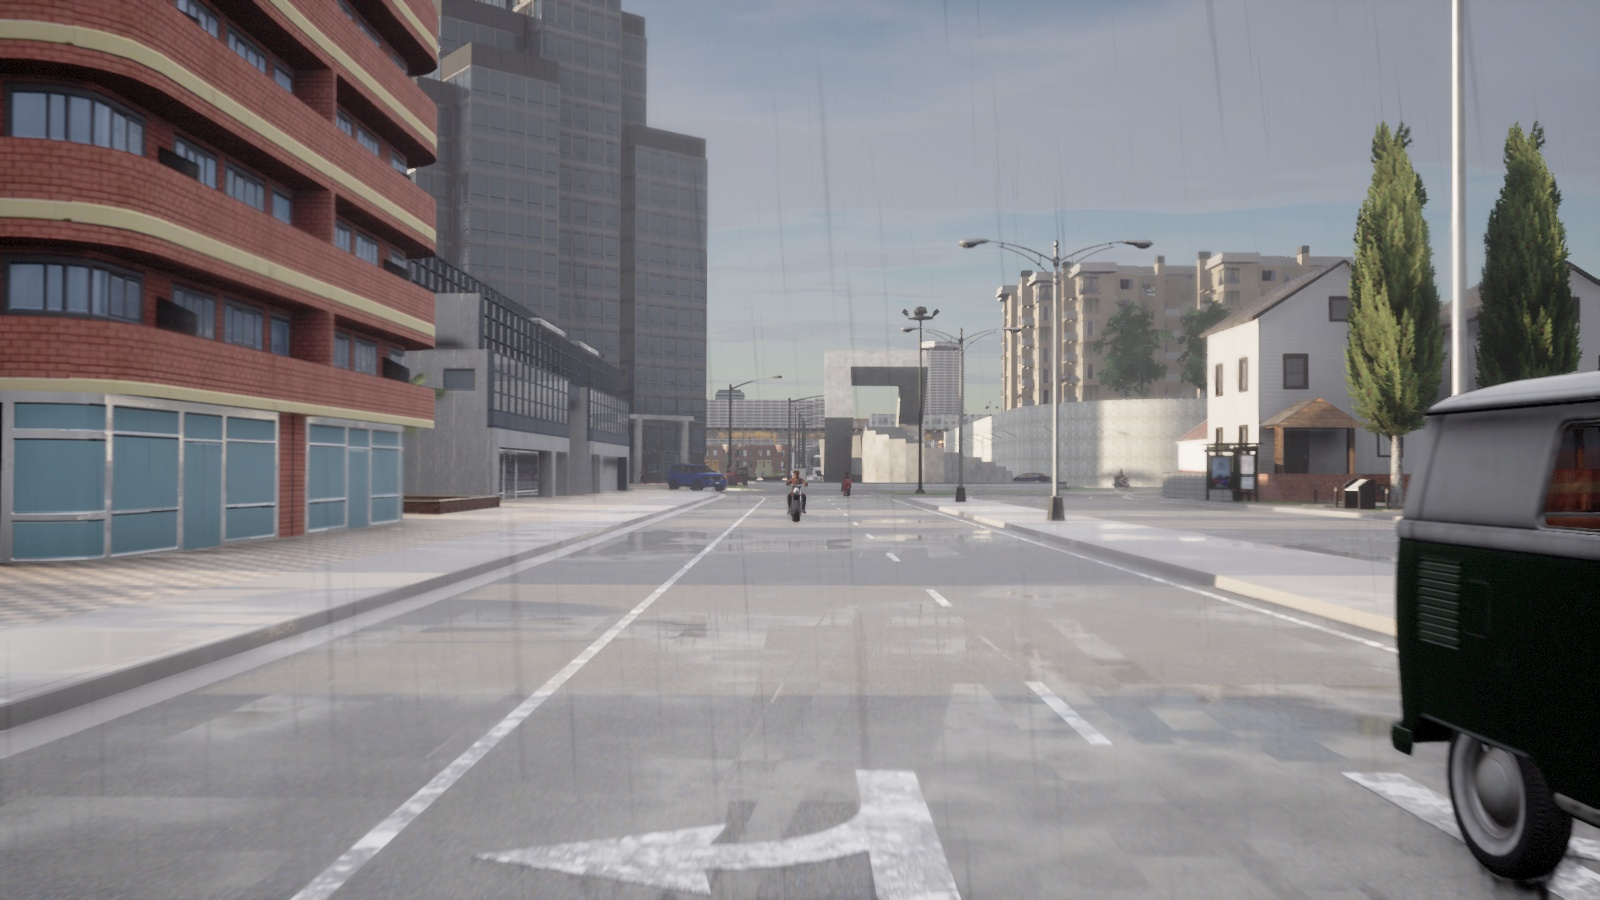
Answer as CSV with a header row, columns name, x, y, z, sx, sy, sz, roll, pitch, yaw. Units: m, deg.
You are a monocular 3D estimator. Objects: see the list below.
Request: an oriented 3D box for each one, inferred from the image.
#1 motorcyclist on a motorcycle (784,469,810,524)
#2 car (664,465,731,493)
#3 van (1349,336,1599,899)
name,x,y,z,sx,sy,sz,roll,pitch,yaw
motorcyclist on a motorcycle,-0.095,1.418,39.006,0.766,1.649,2.350,0,-1,0
car,-7.660,2.129,93.470,2.150,2.045,5.566,0,-1,-39
van,3.490,0.613,3.691,1.775,1.987,4.442,0,-1,0
